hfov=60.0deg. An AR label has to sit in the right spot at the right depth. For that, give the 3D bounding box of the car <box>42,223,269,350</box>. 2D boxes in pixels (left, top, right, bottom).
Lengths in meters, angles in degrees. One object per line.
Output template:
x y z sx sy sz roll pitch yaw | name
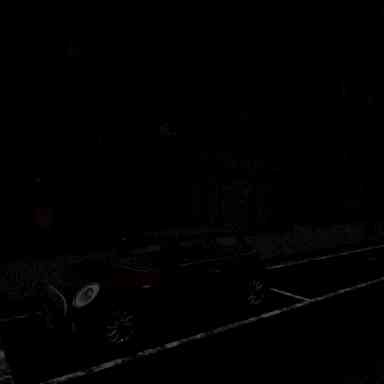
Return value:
-0.530 1.440 6.154 4.097 1.590 1.967 0 0 -35 | car
